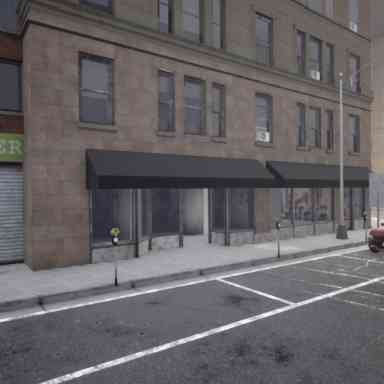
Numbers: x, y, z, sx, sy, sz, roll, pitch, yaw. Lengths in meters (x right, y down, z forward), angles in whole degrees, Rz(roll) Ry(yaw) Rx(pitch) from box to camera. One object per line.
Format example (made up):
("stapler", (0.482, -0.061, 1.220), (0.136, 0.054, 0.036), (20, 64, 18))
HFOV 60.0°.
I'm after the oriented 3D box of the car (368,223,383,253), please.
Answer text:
("car", (8.404, 1.542, 12.590), (4.507, 1.381, 1.887), (0, -1, -36))
